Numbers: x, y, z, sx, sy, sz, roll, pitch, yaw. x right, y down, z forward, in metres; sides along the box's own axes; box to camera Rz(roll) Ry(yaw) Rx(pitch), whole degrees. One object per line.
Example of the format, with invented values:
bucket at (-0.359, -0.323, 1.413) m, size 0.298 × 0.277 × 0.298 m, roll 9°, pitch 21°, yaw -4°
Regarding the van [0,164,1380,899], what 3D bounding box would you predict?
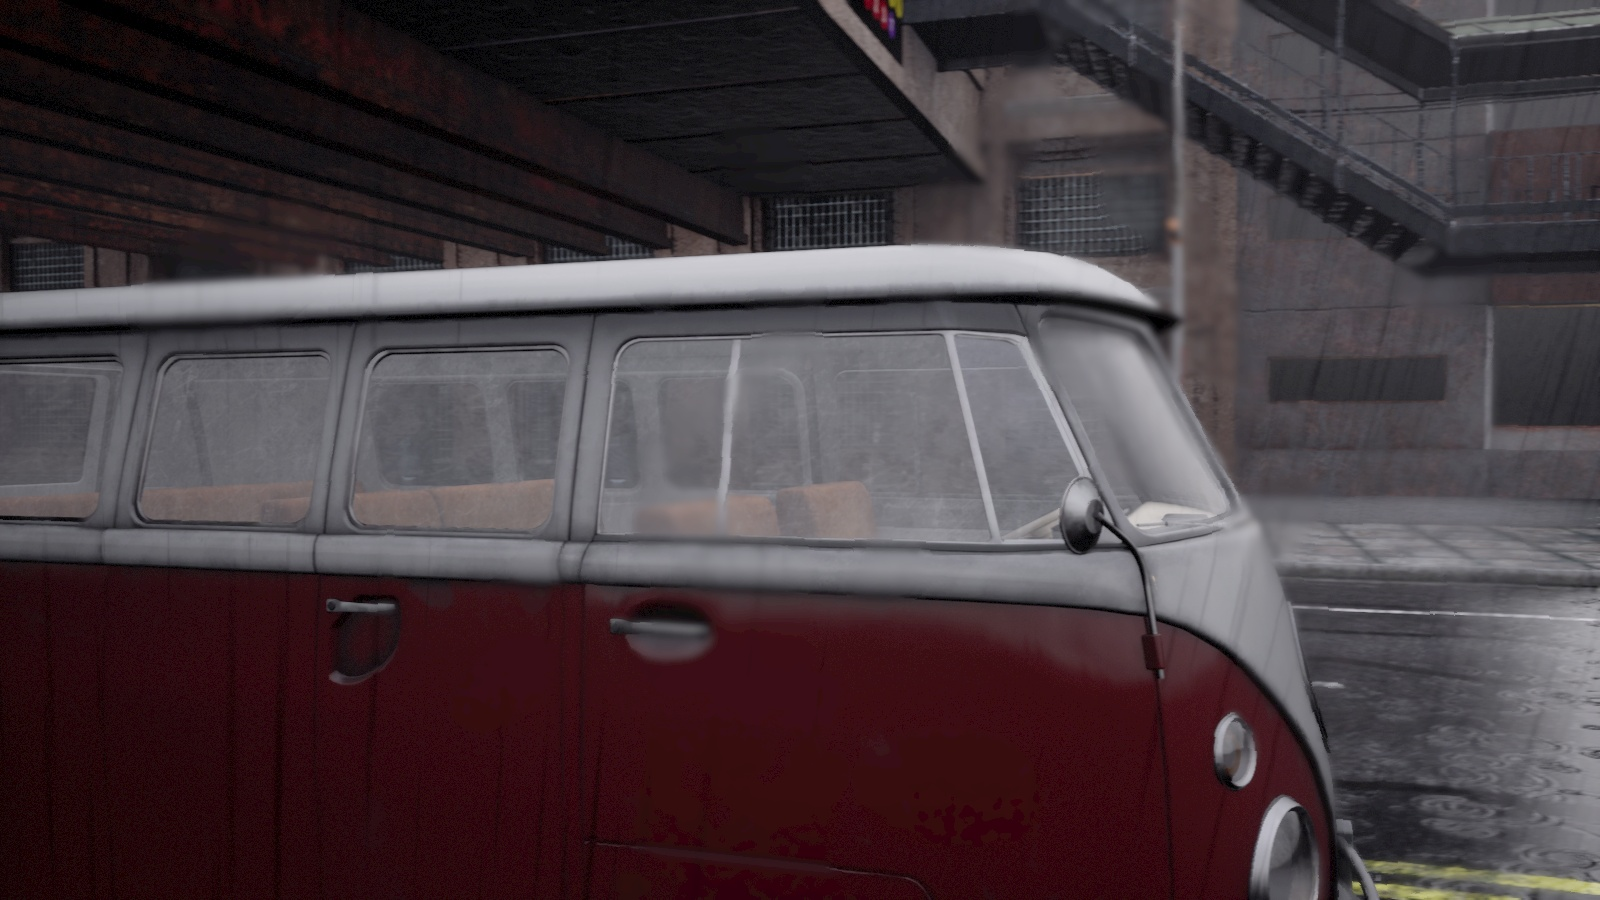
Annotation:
van at (-0.930, 0.517, 3.507) m, size 4.442 × 1.987 × 1.775 m, roll 1°, pitch 1°, yaw 19°
